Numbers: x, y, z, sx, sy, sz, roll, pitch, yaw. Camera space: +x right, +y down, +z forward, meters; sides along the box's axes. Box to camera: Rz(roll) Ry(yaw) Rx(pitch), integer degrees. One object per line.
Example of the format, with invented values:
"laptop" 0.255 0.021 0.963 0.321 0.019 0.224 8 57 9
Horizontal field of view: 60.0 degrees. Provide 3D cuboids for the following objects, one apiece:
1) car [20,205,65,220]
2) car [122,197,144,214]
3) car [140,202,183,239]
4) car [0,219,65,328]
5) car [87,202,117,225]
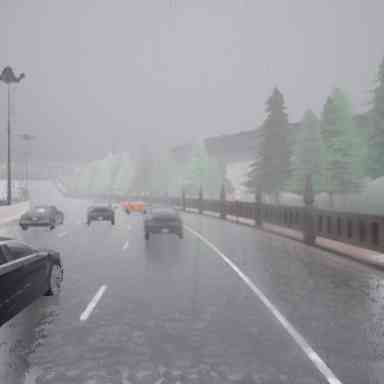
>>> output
"car" -9.365 1.560 21.100 2.033 1.411 5.357 0 0 -13
"car" -6.127 1.326 35.024 2.097 1.767 4.553 0 0 -18
"car" -1.588 1.485 17.313 1.837 1.490 4.892 0 0 -9
"car" -3.758 1.501 5.676 2.128 1.511 4.902 0 0 -3
"car" -6.606 1.498 24.358 1.837 1.490 4.892 0 0 -14
